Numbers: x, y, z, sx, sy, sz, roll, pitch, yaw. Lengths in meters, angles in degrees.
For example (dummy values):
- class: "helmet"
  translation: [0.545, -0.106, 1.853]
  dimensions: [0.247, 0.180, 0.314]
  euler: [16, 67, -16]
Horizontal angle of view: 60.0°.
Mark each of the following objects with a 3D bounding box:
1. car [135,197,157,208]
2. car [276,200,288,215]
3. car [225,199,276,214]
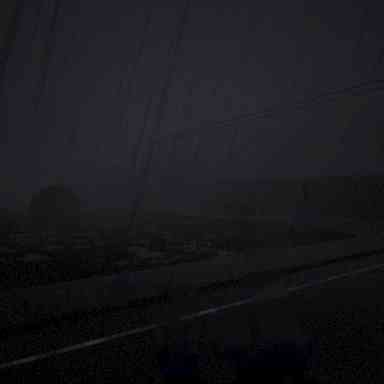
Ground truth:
- class: "car"
  translation: [-6.733, 1.491, 47.857]
  dimensions: [1.882, 1.535, 5.008]
  euler: [0, 0, -34]
- class: "car"
  translation: [7.431, 1.503, 33.719]
  dimensions: [2.128, 1.511, 4.902]
  euler: [0, 0, -35]
- class: "car"
  translation: [5.040, 1.518, 30.659]
  dimensions: [1.837, 1.490, 4.892]
  euler: [0, 0, -35]
